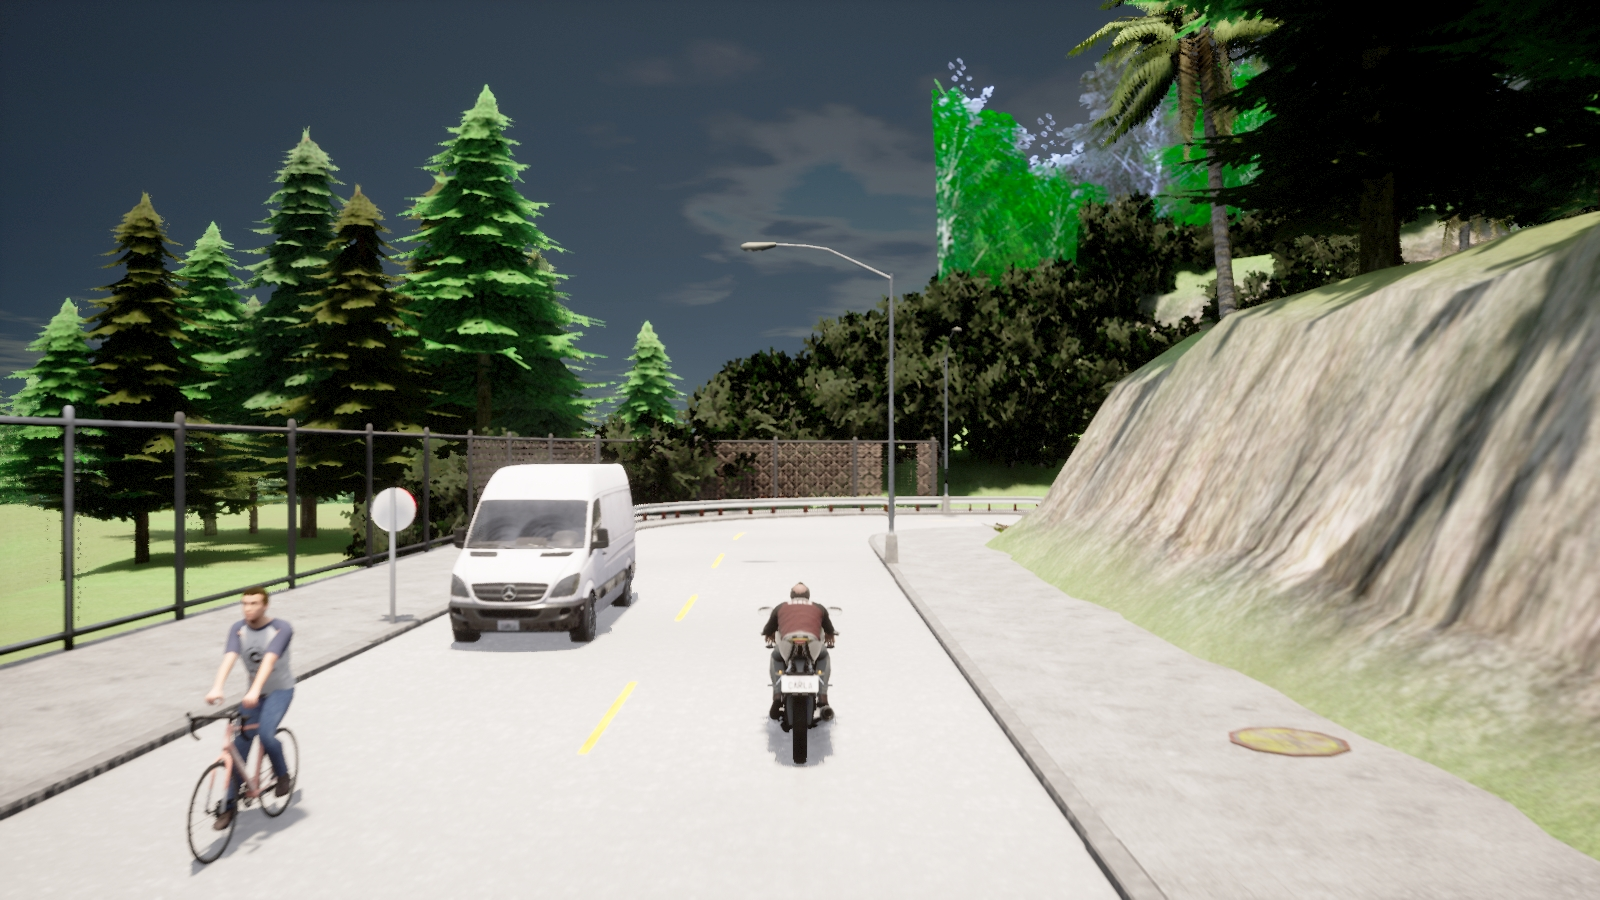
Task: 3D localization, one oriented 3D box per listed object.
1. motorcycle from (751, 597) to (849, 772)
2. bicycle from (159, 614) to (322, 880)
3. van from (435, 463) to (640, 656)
[{"bbox_3d":[0.001,2.203,11.133,0.867,1.251,2.209,0,0,0],"label":"motorcycle"},{"bbox_3d":[-3.995,2.055,8.277,0.373,1.496,1.643,0,0,0],"label":"bicycle"},{"bbox_3d":[-4.010,1.532,18.603,1.988,2.561,5.915,0,0,0],"label":"van"}]
